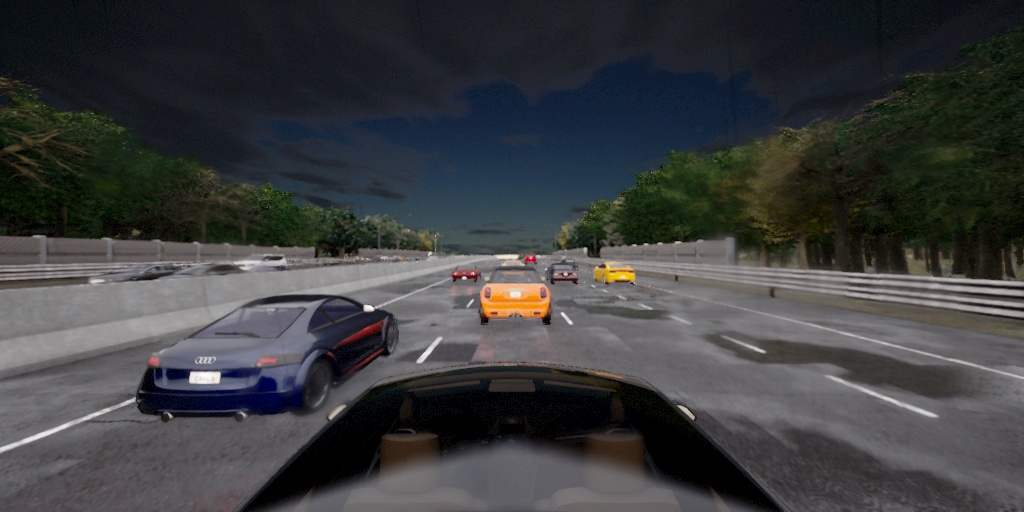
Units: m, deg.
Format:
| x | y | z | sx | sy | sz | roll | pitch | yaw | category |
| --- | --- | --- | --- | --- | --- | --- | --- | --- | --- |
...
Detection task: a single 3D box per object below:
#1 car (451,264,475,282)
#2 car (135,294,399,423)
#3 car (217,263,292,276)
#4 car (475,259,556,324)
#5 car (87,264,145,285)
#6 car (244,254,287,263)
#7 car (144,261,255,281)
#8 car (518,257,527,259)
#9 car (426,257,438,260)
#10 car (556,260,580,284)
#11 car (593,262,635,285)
| x | y | z | sx | sy | sz | roll | pitch | yaw | category |
| --- | --- | --- | --- | --- | --- | --- | --- | --- | --- |
| -3.408 | 1.277 | 27.873 | 1.895 | 1.301 | 4.718 | 0 | 0 | 0 | car |
| -3.401 | 1.318 | 5.976 | 1.994 | 1.385 | 4.181 | 0 | 0 | 0 | car |
| -14.104 | 1.280 | 20.609 | 1.994 | 1.385 | 4.181 | 0 | 0 | 0 | car |
| 0.097 | 1.099 | 12.172 | 2.097 | 1.767 | 4.553 | 0 | 0 | 0 | car |
| -21.104 | 1.208 | 20.636 | 2.128 | 1.511 | 4.902 | 0 | 0 | 0 | car |
| -24.599 | 0.850 | 35.304 | 2.150 | 2.045 | 5.566 | 0 | 1 | 0 | car |
| -17.604 | 1.221 | 20.642 | 1.837 | 1.490 | 4.892 | 0 | 0 | 0 | car |
| 0.091 | 1.133 | 31.167 | 1.882 | 1.535 | 5.008 | 0 | 0 | 0 | car |
| -14.044 | 0.902 | 63.265 | 1.812 | 1.442 | 4.674 | 0 | 1 | 1 | car |
| 3.493 | 1.236 | 25.869 | 2.033 | 1.411 | 5.357 | 0 | 0 | 0 | car |
| 7.082 | 1.168 | 25.337 | 1.882 | 1.535 | 5.008 | 0 | 0 | 0 | car |
